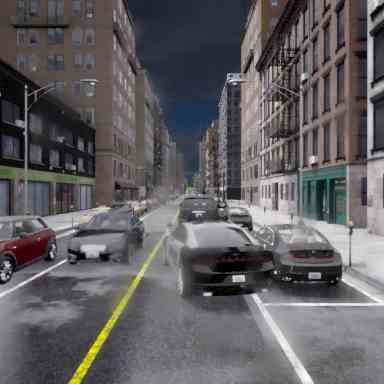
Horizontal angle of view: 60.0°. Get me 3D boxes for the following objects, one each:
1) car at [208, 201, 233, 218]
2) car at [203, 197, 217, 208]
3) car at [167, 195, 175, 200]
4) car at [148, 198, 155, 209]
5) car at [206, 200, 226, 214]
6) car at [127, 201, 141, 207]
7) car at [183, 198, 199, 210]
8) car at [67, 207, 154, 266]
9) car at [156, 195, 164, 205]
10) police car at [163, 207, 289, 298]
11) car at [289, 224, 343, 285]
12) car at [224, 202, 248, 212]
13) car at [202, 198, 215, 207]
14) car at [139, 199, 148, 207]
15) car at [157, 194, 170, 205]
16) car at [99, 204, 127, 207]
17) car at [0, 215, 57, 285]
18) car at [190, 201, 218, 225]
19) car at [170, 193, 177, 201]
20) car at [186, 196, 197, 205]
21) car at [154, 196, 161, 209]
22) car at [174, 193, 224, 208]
[{"bbox_3d":[2.566,1.563,30.933,1.947,1.339,4.313,0,0,0],"label":"car"},{"bbox_3d":[2.527,1.515,47.341,1.752,1.417,4.829,0,0,0],"label":"car"},{"bbox_3d":[-5.600,1.502,89.904,1.887,1.381,4.507,0,0,0],"label":"car"},{"bbox_3d":[-5.472,1.578,36.336,1.802,1.307,4.206,0,0,0],"label":"car"},{"bbox_3d":[2.553,1.562,36.345,1.947,1.339,4.313,0,0,0],"label":"car"},{"bbox_3d":[-5.447,1.564,25.510,1.947,1.339,4.313,0,0,0],"label":"car"},{"bbox_3d":[-0.095,1.539,45.325,2.033,1.411,5.357,0,0,0],"label":"car"},{"bbox_3d":[-2.776,1.490,11.705,2.128,1.511,4.902,0,0,0],"label":"car"},{"bbox_3d":[-5.498,1.541,47.161,2.008,1.369,4.403,0,0,0],"label":"car"},{"bbox_3d":[0.362,1.424,8.790,1.930,1.638,5.238,0,0,-12],"label":"police car"},{"bbox_3d":[2.617,1.550,9.282,2.008,1.369,4.403,0,0,0],"label":"car"},{"bbox_3d":[2.591,1.549,20.107,2.008,1.369,4.403,0,0,0],"label":"car"},{"bbox_3d":[2.514,1.568,52.584,1.802,1.307,4.206,0,0,0],"label":"car"},{"bbox_3d":[-5.459,1.523,30.753,1.752,1.417,4.829,0,0,0],"label":"car"},{"bbox_3d":[-5.524,1.297,57.986,2.192,1.841,5.009,0,0,0],"label":"car"},{"bbox_3d":[-5.433,1.524,19.927,1.752,1.417,4.829,0,0,0],"label":"car"},{"bbox_3d":[-5.408,1.440,9.272,1.967,1.590,4.097,0,0,0],"label":"car"},{"bbox_3d":[0.768,1.476,24.806,1.882,1.535,5.008,0,0,0],"label":"car"},{"bbox_3d":[-5.587,1.513,84.450,2.008,1.369,4.403,0,0,0],"label":"car"},{"bbox_3d":[-0.140,1.507,59.349,1.812,1.442,4.674,0,0,0],"label":"car"},{"bbox_3d":[-5.485,1.544,41.748,2.008,1.369,4.403,0,0,0],"label":"car"},{"bbox_3d":[0.439,1.221,18.875,2.150,2.045,5.566,0,0,2],"label":"car"}]
